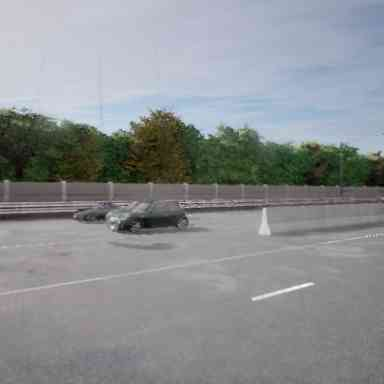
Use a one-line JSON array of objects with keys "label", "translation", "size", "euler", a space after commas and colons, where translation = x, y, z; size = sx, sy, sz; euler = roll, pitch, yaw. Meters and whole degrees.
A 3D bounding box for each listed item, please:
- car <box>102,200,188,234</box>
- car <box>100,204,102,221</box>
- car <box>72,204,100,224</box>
[{"label": "car", "translation": [-2.509, 1.344, 19.435], "size": [4.553, 1.767, 2.097], "euler": [0, 0, -36]}, {"label": "car", "translation": [-3.588, 1.343, 22.970], "size": [4.553, 1.767, 2.097], "euler": [0, 0, -36]}, {"label": "car", "translation": [-6.742, 1.557, 25.019], "size": [4.181, 1.385, 1.994], "euler": [0, 0, -36]}]
